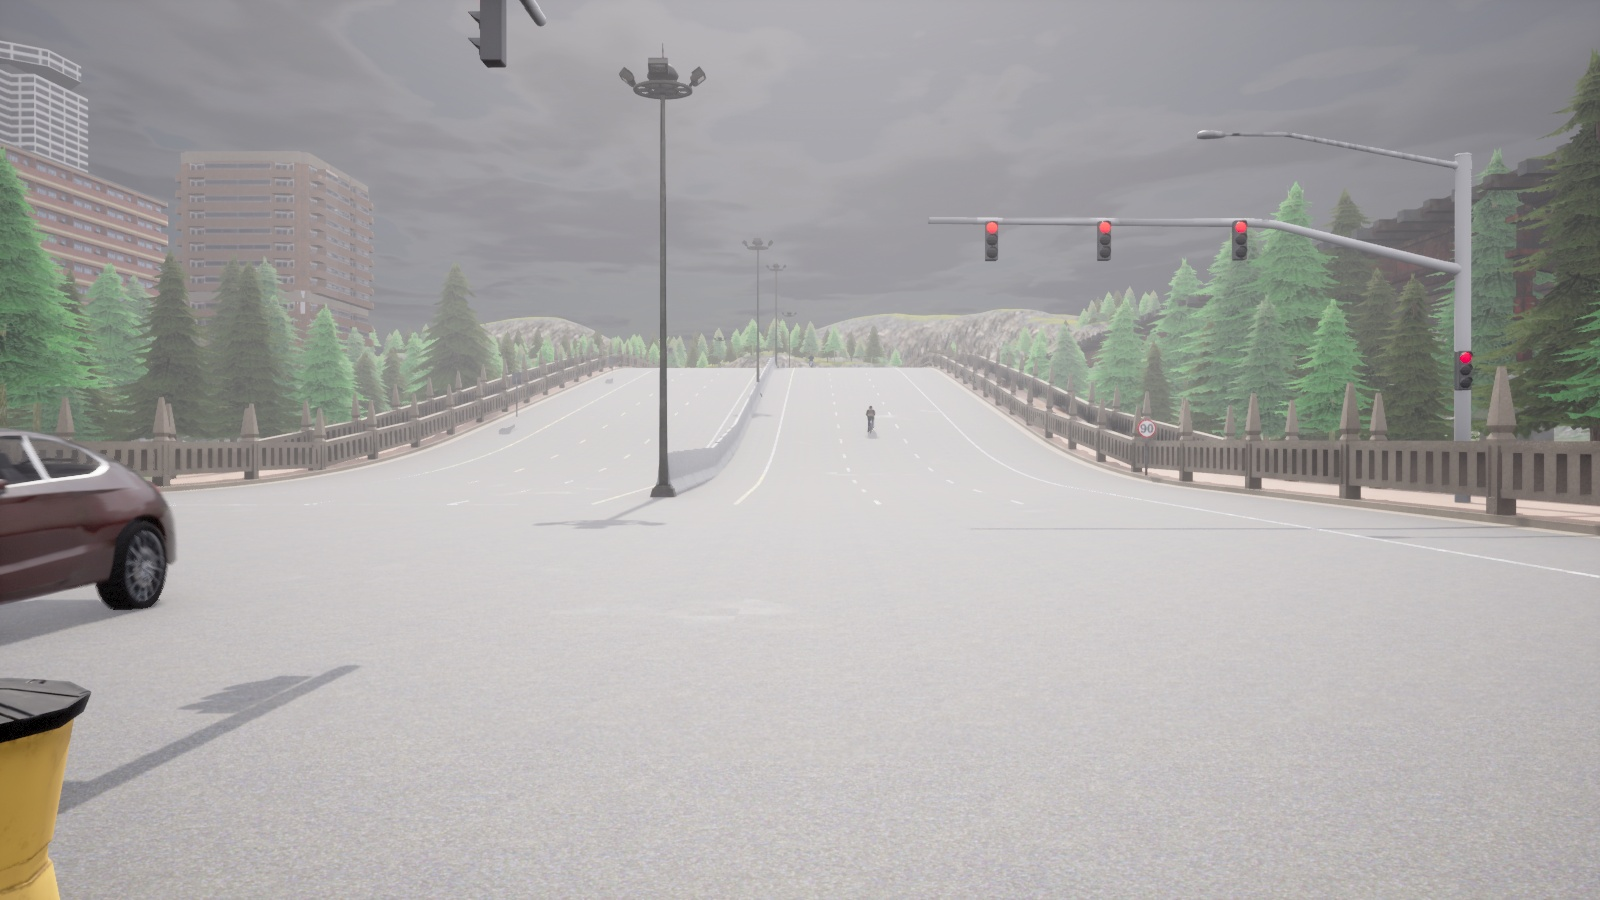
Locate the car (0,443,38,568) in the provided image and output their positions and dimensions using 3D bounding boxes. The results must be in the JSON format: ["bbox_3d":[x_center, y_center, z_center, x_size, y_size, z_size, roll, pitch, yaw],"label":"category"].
[{"bbox_3d":[-10.413,0.669,13.173,1.837,1.490,4.892,0,0,0],"label":"car"}]

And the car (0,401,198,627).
[{"bbox_3d":[-6.932,0.465,9.677,2.152,1.651,5.027,0,0,0],"label":"car"}]
